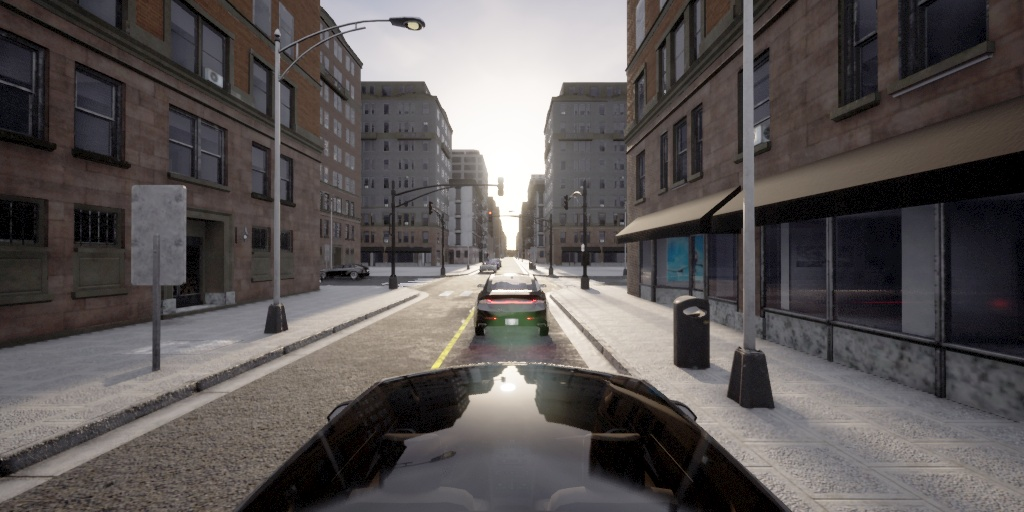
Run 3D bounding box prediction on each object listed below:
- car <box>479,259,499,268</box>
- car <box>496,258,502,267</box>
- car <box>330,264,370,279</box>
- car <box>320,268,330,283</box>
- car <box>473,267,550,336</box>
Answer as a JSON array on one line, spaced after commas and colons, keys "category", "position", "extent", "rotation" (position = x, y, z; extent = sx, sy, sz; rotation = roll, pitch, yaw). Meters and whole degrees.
[{"category": "car", "position": [-2.857, 1.326, 43.148], "extent": [1.895, 1.301, 4.718], "rotation": [0, 0, 0]}, {"category": "car", "position": [-2.853, 1.187, 53.851], "extent": [1.882, 1.535, 5.008], "rotation": [0, 0, 0]}, {"category": "car", "position": [-14.772, 1.330, 31.517], "extent": [4.313, 1.339, 1.948], "rotation": [0, 0, 0]}, {"category": "car", "position": [-14.775, 1.289, 23.491], "extent": [4.313, 1.339, 1.948], "rotation": [0, 0, 0]}, {"category": "car", "position": [-0.002, 1.242, 10.349], "extent": [2.128, 1.511, 4.902], "rotation": [0, 0, 0]}]
